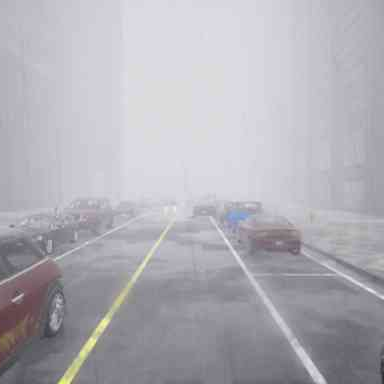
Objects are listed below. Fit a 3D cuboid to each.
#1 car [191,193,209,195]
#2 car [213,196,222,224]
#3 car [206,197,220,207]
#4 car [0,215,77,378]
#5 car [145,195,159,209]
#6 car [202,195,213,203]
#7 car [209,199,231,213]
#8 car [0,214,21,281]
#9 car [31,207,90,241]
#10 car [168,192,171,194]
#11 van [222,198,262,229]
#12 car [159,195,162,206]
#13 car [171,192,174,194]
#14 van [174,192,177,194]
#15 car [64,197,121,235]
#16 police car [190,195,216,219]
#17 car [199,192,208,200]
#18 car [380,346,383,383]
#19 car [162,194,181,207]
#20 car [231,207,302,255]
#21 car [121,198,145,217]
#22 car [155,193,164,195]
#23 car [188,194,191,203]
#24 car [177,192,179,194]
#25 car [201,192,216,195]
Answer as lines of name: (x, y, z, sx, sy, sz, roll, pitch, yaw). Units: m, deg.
car: (1.025, 1.309, 43.753, 1.882, 1.535, 5.008, 0, 0, 0)
car: (2.832, 1.343, 24.023, 1.967, 1.590, 4.097, 0, 0, 0)
car: (2.896, 1.404, 46.460, 1.802, 1.307, 4.206, 0, 0, 0)
car: (-3.092, 1.337, 3.476, 2.097, 1.767, 4.553, 0, 0, 0)
car: (-5.645, 1.392, 40.862, 2.008, 1.369, 4.403, 0, 0, 0)
car: (2.945, 1.291, 63.457, 1.752, 1.417, 4.829, 0, 0, 0)
car: (2.864, 1.427, 35.241, 1.947, 1.339, 4.313, 0, 0, 0)
car: (-5.742, 1.411, 7.205, 1.967, 1.590, 4.097, 0, 0, 0)
car: (-5.726, 1.499, 12.815, 2.008, 1.369, 4.403, 0, 0, 0)
car: (-5.581, 1.207, 63.299, 1.967, 1.590, 4.097, 0, 0, 0)
van: (2.816, 1.266, 18.414, 1.690, 1.788, 3.998, 0, 0, 0)
car: (-5.629, 1.404, 46.471, 1.802, 1.307, 4.206, 0, 0, 0)
car: (-5.564, 1.063, 68.908, 2.192, 1.841, 5.009, 0, 0, 0)
van: (-5.516, 1.036, 85.737, 1.690, 1.788, 3.998, 0, 0, 0)
car: (-5.709, 1.240, 18.423, 2.192, 1.841, 5.009, 0, 0, 0)
police car: (0.979, 1.314, 27.863, 1.930, 1.638, 5.238, 0, 0, 0)
car: (3.009, 1.009, 85.722, 2.192, 1.841, 5.009, 0, 0, 0)
car: (2.767, 1.559, 1.587, 1.947, 1.339, 4.313, 0, 0, 0)
car: (-2.949, 1.386, 46.808, 1.994, 1.385, 4.181, 0, 0, 0)
car: (2.799, 1.492, 12.806, 1.887, 1.381, 4.507, 0, 0, 0)
car: (-5.677, 1.448, 29.643, 1.947, 1.339, 4.313, 0, 0, 0)
car: (-5.614, 1.329, 51.911, 1.752, 1.417, 4.829, 0, 0, 0)
car: (0.178, 1.319, 61.538, 2.033, 1.411, 5.357, 0, 0, 0)
car: (-5.500, 0.992, 91.346, 2.192, 1.841, 5.009, 0, 0, 0)
car: (2.912, 1.118, 52.068, 2.192, 1.841, 5.009, 0, 0, 0)
